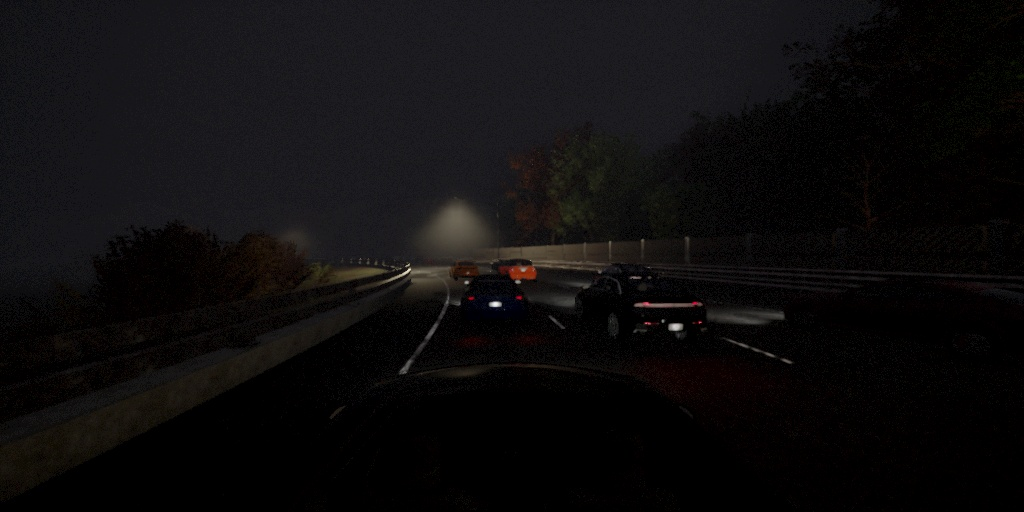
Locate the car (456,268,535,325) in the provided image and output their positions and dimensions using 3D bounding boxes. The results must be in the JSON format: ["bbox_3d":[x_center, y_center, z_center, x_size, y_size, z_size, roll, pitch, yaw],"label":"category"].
[{"bbox_3d":[-0.625,1.275,11.718,1.994,1.385,4.181,0,0,-5],"label":"car"}]

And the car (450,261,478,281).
[{"bbox_3d":[-3.986,1.130,29.486,1.882,1.535,5.008,0,0,-15],"label":"car"}]

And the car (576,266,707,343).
[{"bbox_3d":[3.079,1.197,9.579,2.128,1.511,4.902,0,0,-5],"label":"car"}]

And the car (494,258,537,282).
[{"bbox_3d":[0.287,0.999,26.941,2.097,1.767,4.553,0,0,-13],"label":"car"}]

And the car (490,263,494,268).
[{"bbox_3d":[-1.126,1.157,42.500,1.994,1.385,4.181,0,0,-21],"label":"car"}]

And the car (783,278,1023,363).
[{"bbox_3d":[8.816,1.220,8.024,1.812,1.442,4.674,0,0,-18],"label":"car"}]

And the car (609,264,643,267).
[{"bbox_3d":[5.590,1.154,18.165,2.128,1.511,4.902,0,0,-8],"label":"car"}]
